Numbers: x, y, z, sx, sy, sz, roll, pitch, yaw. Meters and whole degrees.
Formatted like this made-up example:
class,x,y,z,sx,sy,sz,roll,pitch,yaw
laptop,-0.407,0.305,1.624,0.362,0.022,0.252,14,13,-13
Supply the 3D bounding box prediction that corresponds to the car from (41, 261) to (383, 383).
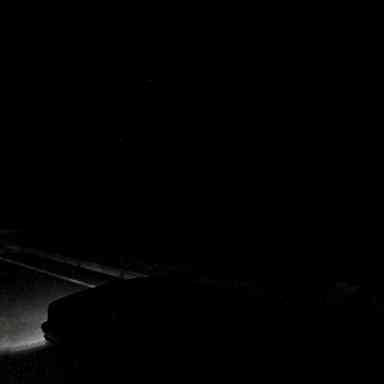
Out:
class,x,y,z,sx,sy,sz,roll,pitch,yaw
car,0.524,1.554,3.695,5.357,1.411,2.033,0,0,37
